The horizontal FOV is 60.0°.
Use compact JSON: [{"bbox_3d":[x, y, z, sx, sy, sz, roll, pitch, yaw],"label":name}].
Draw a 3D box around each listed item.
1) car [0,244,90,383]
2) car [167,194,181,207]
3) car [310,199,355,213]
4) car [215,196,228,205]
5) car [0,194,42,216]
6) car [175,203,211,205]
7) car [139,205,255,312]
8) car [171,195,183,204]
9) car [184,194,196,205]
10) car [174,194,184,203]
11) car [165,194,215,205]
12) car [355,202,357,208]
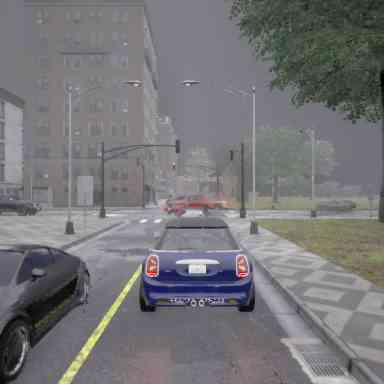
[{"bbox_3d":[-3.099,1.565,5.244,1.994,1.385,4.181,0,0,0],"label":"car"},{"bbox_3d":[-2.977,1.297,55.732,2.150,2.045,5.566,0,0,-2],"label":"car"},{"bbox_3d":[15.705,1.629,37.908,4.181,1.385,1.994,0,-1,0],"label":"car"},{"bbox_3d":[2.452,1.430,43.561,4.553,1.767,2.097,1,-1,33],"label":"car"},{"bbox_3d":[-17.133,1.190,31.120,5.566,2.045,2.150,0,-1,0],"label":"car"},{"bbox_3d":[0.019,1.537,17.550,1.812,1.442,4.674,0,0,1],"label":"car"},{"bbox_3d":[0.094,1.355,7.877,2.097,1.767,4.553,0,0,0],"label":"car"},{"bbox_3d":[-2.926,1.460,65.529,2.097,1.767,4.553,0,0,0],"label":"car"},{"bbox_3d":[-0.310,1.326,64.397,2.150,2.045,5.566,0,0,0],"label":"car"},{"bbox_3d":[-2.916,1.374,76.118,2.150,2.045,5.566,0,0,0],"label":"car"},{"bbox_3d":[-0.446,1.247,33.653,2.150,2.045,5.566,-2,-1,39],"label":"car"},{"bbox_3d":[17.763,1.594,41.165,4.902,1.511,2.128,0,-1,0],"label":"car"}]
